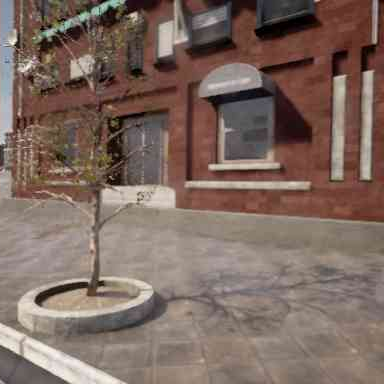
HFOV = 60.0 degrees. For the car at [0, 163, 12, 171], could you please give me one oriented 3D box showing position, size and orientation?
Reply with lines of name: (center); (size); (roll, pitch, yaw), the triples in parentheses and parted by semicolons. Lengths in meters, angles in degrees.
car: (-25.552, -3.468, 48.571); (4.892, 1.521, 2.231); (1, 1, 27)
